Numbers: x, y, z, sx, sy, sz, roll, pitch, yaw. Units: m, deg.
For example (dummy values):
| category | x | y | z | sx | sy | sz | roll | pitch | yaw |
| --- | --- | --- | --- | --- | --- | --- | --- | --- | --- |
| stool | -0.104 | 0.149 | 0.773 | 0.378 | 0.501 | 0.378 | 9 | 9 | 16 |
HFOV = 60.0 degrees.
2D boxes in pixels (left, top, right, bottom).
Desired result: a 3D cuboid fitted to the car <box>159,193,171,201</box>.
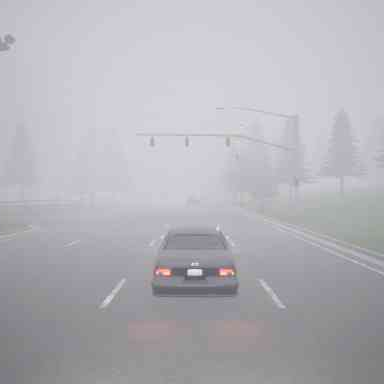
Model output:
| category | x | y | z | sx | sy | sz | roll | pitch | yaw |
| --- | --- | --- | --- | --- | --- | --- | --- | --- | --- |
| car | -6.913 | 1.217 | 83.446 | 2.150 | 2.045 | 5.566 | 0 | 0 | 0 |

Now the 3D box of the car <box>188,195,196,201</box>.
| category | x | y | z | sx | sy | sz | roll | pitch | yaw |
| --- | --- | --- | --- | --- | --- | --- | --- | --- | --- |
| car | 0.094 | 1.540 | 90.492 | 2.033 | 1.411 | 5.357 | 0 | 0 | 0 |

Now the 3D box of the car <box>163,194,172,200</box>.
| category | x | y | z | sx | sy | sz | roll | pitch | yaw |
| --- | --- | --- | --- | --- | --- | --- | --- | --- | --- |
| car | -6.902 | 1.385 | 93.836 | 1.994 | 1.385 | 4.181 | 0 | 0 | 0 |

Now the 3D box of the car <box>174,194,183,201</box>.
| category | x | y | z | sx | sy | sz | roll | pitch | yaw |
| --- | --- | --- | --- | --- | --- | --- | --- | --- | --- |
| car | -3.413 | 1.517 | 83.829 | 1.812 | 1.442 | 4.674 | 0 | 0 | 0 |

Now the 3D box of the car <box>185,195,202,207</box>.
| category | x | y | z | sx | sy | sz | roll | pitch | yaw |
| --- | --- | --- | --- | --- | --- | --- | --- | --- | --- |
| car | 0.053 | 1.352 | 52.765 | 2.097 | 1.767 | 4.553 | 0 | 0 | 0 |

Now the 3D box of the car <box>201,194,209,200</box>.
| category | x | y | z | sx | sy | sz | roll | pitch | yaw |
| --- | --- | --- | --- | --- | --- | --- | --- | --- | --- |
| car | 3.598 | 1.310 | 93.825 | 1.882 | 1.535 | 5.008 | 0 | 0 | 0 |

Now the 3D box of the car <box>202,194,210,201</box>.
| category | x | y | z | sx | sy | sz | roll | pitch | yaw |
| --- | --- | --- | --- | --- | --- | --- | --- | --- | --- |
| car | 3.587 | 1.492 | 83.405 | 1.837 | 1.490 | 4.892 | 0 | 0 | 0 |

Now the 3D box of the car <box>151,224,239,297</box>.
| category | x | y | z | sx | sy | sz | roll | pitch | yaw |
| --- | --- | --- | --- | --- | --- | --- | --- | --- | --- |
| car | 0.075 | 1.547 | 8.726 | 2.033 | 1.411 | 5.357 | 0 | 0 | 0 |

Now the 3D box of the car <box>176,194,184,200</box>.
| category | x | y | z | sx | sy | sz | roll | pitch | yaw |
| --- | --- | --- | --- | --- | --- | --- | --- | --- | --- |
| car | -3.402 | 1.358 | 93.832 | 2.128 | 1.511 | 4.902 | 0 | 0 | 0 |
